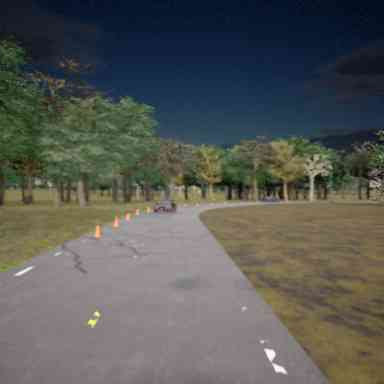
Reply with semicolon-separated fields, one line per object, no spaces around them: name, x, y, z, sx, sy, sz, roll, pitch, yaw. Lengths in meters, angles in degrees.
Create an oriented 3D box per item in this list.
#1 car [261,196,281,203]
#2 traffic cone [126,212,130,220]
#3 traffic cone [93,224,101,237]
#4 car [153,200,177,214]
car;18.018;1.699;75.813;5.357;1.411;2.033;0;1;-38
traffic cone;-5.046;1.883;26.307;0.340;0.580;0.340;1;0;-2
traffic cone;-4.621;1.881;16.315;0.340;0.580;0.340;1;0;-2
car;-2.834;1.531;35.587;1.994;1.385;4.181;1;0;6
